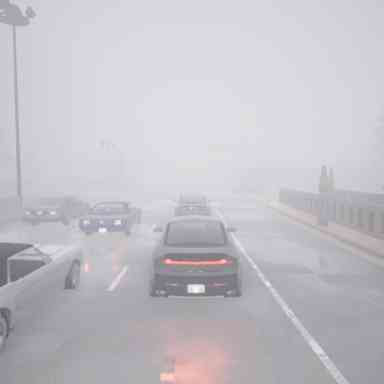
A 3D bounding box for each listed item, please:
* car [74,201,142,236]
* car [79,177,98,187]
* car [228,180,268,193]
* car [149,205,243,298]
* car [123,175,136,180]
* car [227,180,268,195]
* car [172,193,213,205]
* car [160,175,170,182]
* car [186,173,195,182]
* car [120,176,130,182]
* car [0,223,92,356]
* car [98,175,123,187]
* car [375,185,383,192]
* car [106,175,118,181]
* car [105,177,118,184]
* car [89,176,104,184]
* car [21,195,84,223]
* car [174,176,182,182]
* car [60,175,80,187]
[{"bbox_3d":[-3.458,1.070,15.061,1.895,1.301,4.718,0,3,0],"label":"car"},{"bbox_3d":[-17.824,-1.678,59.327,2.033,1.411,5.357,0,4,0],"label":"car"},{"bbox_3d":[7.294,-0.751,43.217,4.902,1.511,2.128,1,4,12],"label":"car"},{"bbox_3d":[0.069,1.333,8.152,1.837,1.490,4.892,0,2,0],"label":"car"},{"bbox_3d":[-14.340,-2.753,73.781,2.097,1.767,4.553,0,3,0],"label":"car"},{"bbox_3d":[6.386,-0.620,38.772,4.553,1.767,2.097,0,4,-4],"label":"car"},{"bbox_3d":[0.033,0.828,17.531,1.837,1.490,4.892,0,3,-1],"label":"car"},{"bbox_3d":[-7.410,-3.480,88.393,1.812,1.442,4.674,0,3,0],"label":"car"},{"bbox_3d":[-0.404,-3.717,87.190,2.150,2.045,5.566,0,3,0],"label":"car"},{"bbox_3d":[-17.914,-3.535,89.180,1.994,1.385,4.181,0,3,0],"label":"car"},{"bbox_3d":[-3.421,1.511,5.644,1.895,1.301,4.718,0,2,0],"label":"car"},{"bbox_3d":[-14.333,-1.983,58.958,2.150,2.045,5.566,0,4,0],"label":"car"},{"bbox_3d":[25.713,-0.638,42.039,4.674,1.442,1.812,0,4,2],"label":"car"},{"bbox_3d":[-21.416,-3.789,89.543,2.097,1.767,4.553,0,3,0],"label":"car"},{"bbox_3d":[-17.840,-2.581,73.737,1.812,1.442,4.674,0,3,0],"label":"car"},{"bbox_3d":[-21.342,-2.653,74.163,1.882,1.535,5.008,0,3,0],"label":"car"},{"bbox_3d":[-6.970,0.858,17.693,2.033,1.411,5.357,0,3,0],"label":"car"},{"bbox_3d":[-3.910,-3.481,88.410,1.812,1.442,4.674,0,3,0],"label":"car"},{"bbox_3d":[-21.321,-1.973,58.839,2.150,2.045,5.566,0,3,0],"label":"car"}]
